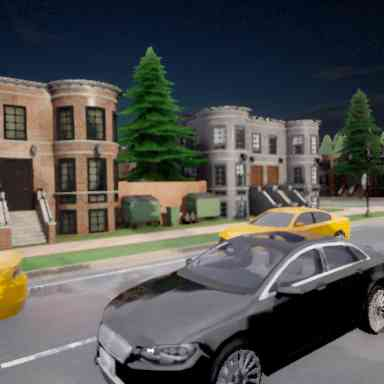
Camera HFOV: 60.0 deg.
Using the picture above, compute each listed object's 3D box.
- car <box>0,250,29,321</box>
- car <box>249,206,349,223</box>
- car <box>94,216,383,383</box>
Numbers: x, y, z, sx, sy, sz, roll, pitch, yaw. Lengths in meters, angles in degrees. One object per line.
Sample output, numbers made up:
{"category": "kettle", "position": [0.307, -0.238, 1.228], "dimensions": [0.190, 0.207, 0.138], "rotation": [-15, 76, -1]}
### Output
{"category": "car", "position": [-5.070, 1.521, 4.623], "dimensions": [5.008, 1.535, 1.882], "rotation": [-2, 1, -36]}
{"category": "car", "position": [3.059, 1.244, 10.590], "dimensions": [5.008, 1.535, 1.882], "rotation": [-2, 1, -36]}
{"category": "car", "position": [1.110, 1.393, 4.820], "dimensions": [4.902, 1.511, 2.128], "rotation": [-2, 1, -36]}
